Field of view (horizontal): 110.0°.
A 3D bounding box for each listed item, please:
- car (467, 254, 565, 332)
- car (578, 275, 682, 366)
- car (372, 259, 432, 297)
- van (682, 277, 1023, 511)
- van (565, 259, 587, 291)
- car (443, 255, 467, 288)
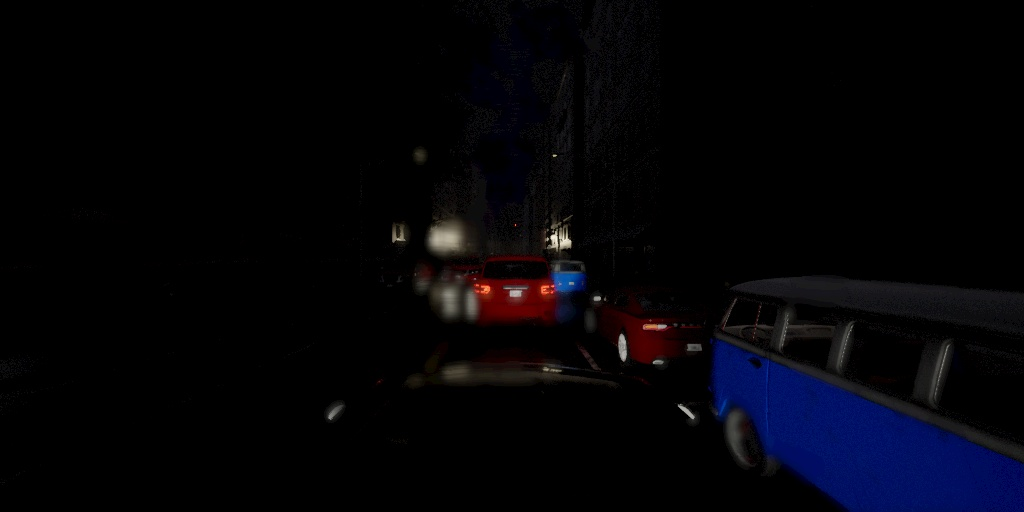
[{"bbox_3d":[0.111,0.970,11.061,2.150,2.045,5.566,0,0,0],"label":"car"},{"bbox_3d":[2.863,1.294,7.840,1.888,1.381,4.507,0,0,0],"label":"car"},{"bbox_3d":[-5.649,1.059,19.131,2.192,1.841,5.009,0,0,0],"label":"car"},{"bbox_3d":[2.856,1.091,2.179,1.690,1.789,3.998,0,0,0],"label":"van"},{"bbox_3d":[2.876,1.086,19.161,1.690,1.789,3.998,0,0,0],"label":"van"},{"bbox_3d":[-3.031,0.965,23.792,2.150,2.045,5.566,0,0,0],"label":"car"}]
